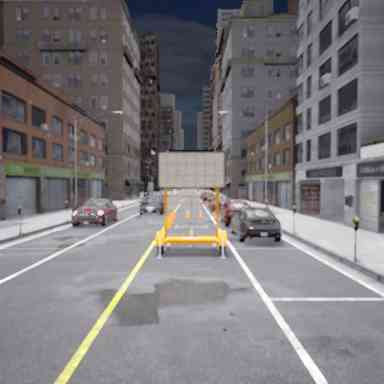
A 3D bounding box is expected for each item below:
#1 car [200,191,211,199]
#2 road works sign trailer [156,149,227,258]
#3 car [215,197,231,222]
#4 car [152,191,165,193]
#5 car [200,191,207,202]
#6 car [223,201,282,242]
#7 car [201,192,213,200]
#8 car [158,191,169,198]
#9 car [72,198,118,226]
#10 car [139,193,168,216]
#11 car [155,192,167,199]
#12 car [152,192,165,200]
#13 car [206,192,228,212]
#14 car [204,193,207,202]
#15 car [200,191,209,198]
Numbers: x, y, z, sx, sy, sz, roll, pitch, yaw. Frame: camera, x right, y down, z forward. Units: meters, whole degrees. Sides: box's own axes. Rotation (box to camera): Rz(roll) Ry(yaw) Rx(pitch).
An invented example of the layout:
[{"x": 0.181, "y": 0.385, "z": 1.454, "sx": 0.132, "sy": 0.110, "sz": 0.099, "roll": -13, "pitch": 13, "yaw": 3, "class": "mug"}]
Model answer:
[{"x": 2.607, "y": 0.628, "z": 64.298, "sx": 1.887, "sy": 1.381, "sz": 4.507, "roll": -1, "pitch": 1, "yaw": 0, "class": "car"}, {"x": -0.015, "y": 0.287, "z": 11.873, "sx": 2.380, "sy": 3.560, "sz": 2.880, "roll": 0, "pitch": 1, "yaw": 0, "class": "road works sign trailer"}, {"x": 2.706, "y": 1.245, "z": 20.261, "sx": 1.887, "sy": 1.381, "sz": 4.507, "roll": -1, "pitch": 1, "yaw": 0, "class": "car"}, {"x": -5.894, "y": 0.679, "z": 53.268, "sx": 1.967, "sy": 1.590, "sz": 4.097, "roll": -1, "pitch": 1, "yaw": 0, "class": "car"}, {"x": 2.632, "y": 0.801, "z": 53.289, "sx": 1.947, "sy": 1.339, "sz": 4.313, "roll": -1, "pitch": 1, "yaw": 0, "class": "car"}, {"x": 2.719, "y": 1.330, "z": 14.756, "sx": 2.008, "sy": 1.369, "sz": 4.403, "roll": -1, "pitch": 1, "yaw": 0, "class": "car"}, {"x": 2.620, "y": 0.704, "z": 58.793, "sx": 1.887, "sy": 1.381, "sz": 4.507, "roll": -1, "pitch": 1, "yaw": 0, "class": "car"}, {"x": -5.930, "y": 0.557, "z": 69.784, "sx": 1.887, "sy": 1.381, "sz": 4.507, "roll": -1, "pitch": 1, "yaw": 0, "class": "car"}, {"x": -5.820, "y": 1.145, "z": 20.240, "sx": 1.967, "sy": 1.590, "sz": 4.097, "roll": -1, "pitch": 1, "yaw": 0, "class": "car"}, {"x": -3.159, "y": 1.092, "z": 27.414, "sx": 2.128, "sy": 1.511, "sz": 4.902, "roll": 0, "pitch": 1, "yaw": 0, "class": "car"}, {"x": -5.918, "y": 0.638, "z": 64.279, "sx": 2.008, "sy": 1.369, "sz": 4.403, "roll": -1, "pitch": 1, "yaw": 0, "class": "car"}, {"x": -5.905, "y": 0.729, "z": 58.775, "sx": 1.947, "sy": 1.339, "sz": 4.313, "roll": -1, "pitch": 1, "yaw": 0, "class": "car"}, {"x": 2.680, "y": 0.984, "z": 31.269, "sx": 1.967, "sy": 1.590, "sz": 4.097, "roll": -1, "pitch": 1, "yaw": 0, "class": "car"}, {"x": 2.669, "y": 1.010, "z": 36.775, "sx": 1.887, "sy": 1.381, "sz": 4.507, "roll": -1, "pitch": 1, "yaw": 0, "class": "car"}, {"x": 2.595, "y": 0.553, "z": 69.803, "sx": 1.887, "sy": 1.381, "sz": 4.507, "roll": -1, "pitch": 1, "yaw": 0, "class": "car"}]
